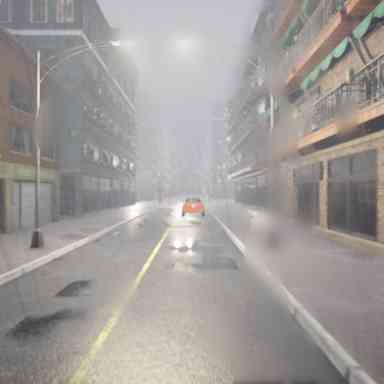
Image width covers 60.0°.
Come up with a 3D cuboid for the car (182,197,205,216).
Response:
[{"bbox_3d":[0.115,1.287,32.324,2.097,1.767,4.553,0,0,0],"label":"car"}]

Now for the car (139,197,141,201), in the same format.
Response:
[{"bbox_3d":[-13.482,1.442,73.423,4.097,1.590,1.967,-1,0,0],"label":"car"}]
